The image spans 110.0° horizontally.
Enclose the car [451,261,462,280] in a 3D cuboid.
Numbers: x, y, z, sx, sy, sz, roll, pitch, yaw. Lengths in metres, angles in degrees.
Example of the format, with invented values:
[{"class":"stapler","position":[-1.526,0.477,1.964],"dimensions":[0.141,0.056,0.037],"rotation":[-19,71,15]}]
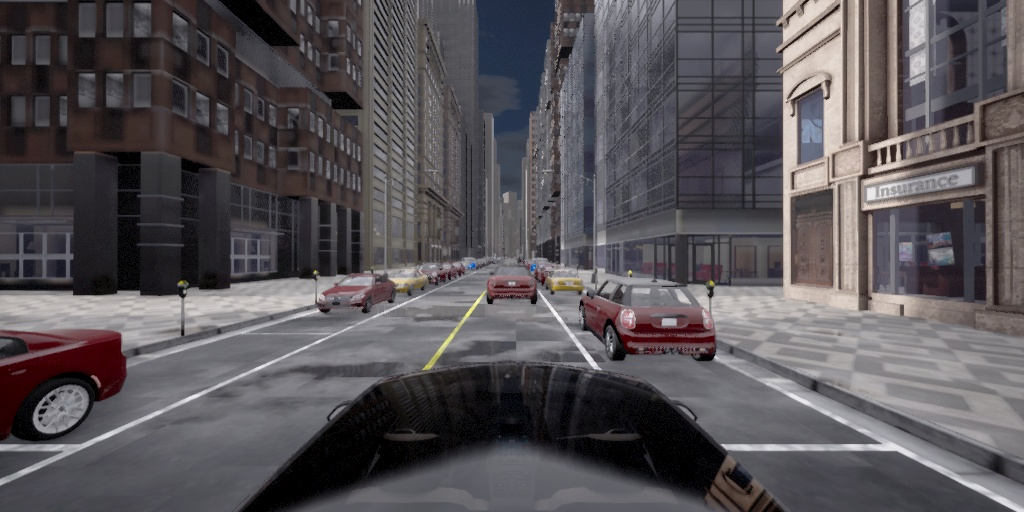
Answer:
[{"class":"car","position":[-5.762,1.296,30.645],"dimensions":[1.888,1.381,4.507],"rotation":[0,0,0]}]

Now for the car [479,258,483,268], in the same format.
[{"class":"car","position":[-5.762,1.336,53.053],"dimensions":[1.802,1.307,4.207],"rotation":[0,0,0]}]

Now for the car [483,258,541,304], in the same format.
[{"class":"car","position":[0.000,1.116,16.470],"dimensions":[2.097,1.767,4.553],"rotation":[0,0,0]}]

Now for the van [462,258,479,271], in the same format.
[{"class":"van","position":[-5.762,1.094,47.451],"dimensions":[1.690,1.789,3.998],"rotation":[0,0,0]}]

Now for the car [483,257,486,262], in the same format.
[{"class":"car","position":[-5.762,1.195,58.655],"dimensions":[1.967,1.591,4.097],"rotation":[0,0,0]}]

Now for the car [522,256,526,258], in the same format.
[{"class":"car","position":[2.763,1.194,53.063],"dimensions":[1.967,1.591,4.097],"rotation":[0,0,0]}]

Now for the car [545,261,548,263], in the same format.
[{"class":"car","position":[2.763,1.295,25.052],"dimensions":[1.888,1.381,4.507],"rotation":[0,0,0]}]

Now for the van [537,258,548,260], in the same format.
[{"class":"van","position":[2.763,1.092,36.256],"dimensions":[1.690,1.789,3.998],"rotation":[0,0,0]}]

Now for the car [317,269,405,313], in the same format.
[{"class":"car","position":[-5.762,1.331,13.840],"dimensions":[1.802,1.307,4.207],"rotation":[0,0,0]}]

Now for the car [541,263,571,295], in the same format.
[{"class":"car","position":[2.763,1.275,19.620],"dimensions":[1.751,1.417,4.829],"rotation":[0,0,0]}]

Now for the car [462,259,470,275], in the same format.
[{"class":"car","position":[-5.762,1.297,36.248],"dimensions":[1.888,1.381,4.507],"rotation":[0,0,0]}]

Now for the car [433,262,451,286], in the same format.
[{"class":"car","position":[-5.762,1.190,25.044],"dimensions":[1.967,1.591,4.097],"rotation":[0,0,0]}]

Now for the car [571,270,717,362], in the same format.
[{"class":"car","position":[2.763,1.188,8.245],"dimensions":[1.967,1.591,4.097],"rotation":[0,0,0]}]

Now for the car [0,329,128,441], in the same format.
[{"class":"car","position":[-5.762,1.293,2.637],"dimensions":[1.888,1.381,4.507],"rotation":[0,0,0]}]

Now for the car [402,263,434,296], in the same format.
[{"class":"car","position":[-5.762,1.275,19.272],"dimensions":[1.751,1.417,4.829],"rotation":[0,0,0]}]
